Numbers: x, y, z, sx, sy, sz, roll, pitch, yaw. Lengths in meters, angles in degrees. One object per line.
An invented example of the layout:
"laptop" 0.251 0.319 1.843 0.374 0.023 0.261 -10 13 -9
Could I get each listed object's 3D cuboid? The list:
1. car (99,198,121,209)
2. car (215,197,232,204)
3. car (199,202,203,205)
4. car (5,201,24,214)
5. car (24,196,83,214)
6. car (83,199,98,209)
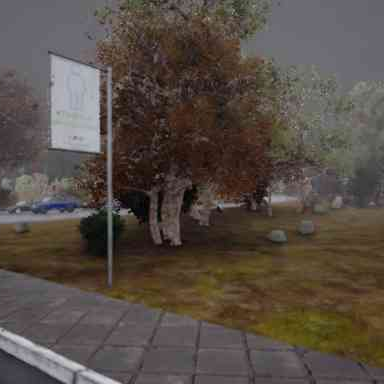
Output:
"car" -10.346 1.616 47.469 2.097 1.767 4.553 -1 0 37
"car" 6.349 1.633 64.637 2.033 1.411 5.357 -1 0 31
"car" 0.664 1.754 56.184 1.895 1.301 4.718 -1 0 35
"car" -20.143 1.837 40.648 1.837 1.490 4.892 -1 0 38
"car" -16.445 1.520 39.671 2.150 2.045 5.566 -1 0 39
"car" -14.156 1.653 48.264 2.097 1.767 4.553 -1 0 38
